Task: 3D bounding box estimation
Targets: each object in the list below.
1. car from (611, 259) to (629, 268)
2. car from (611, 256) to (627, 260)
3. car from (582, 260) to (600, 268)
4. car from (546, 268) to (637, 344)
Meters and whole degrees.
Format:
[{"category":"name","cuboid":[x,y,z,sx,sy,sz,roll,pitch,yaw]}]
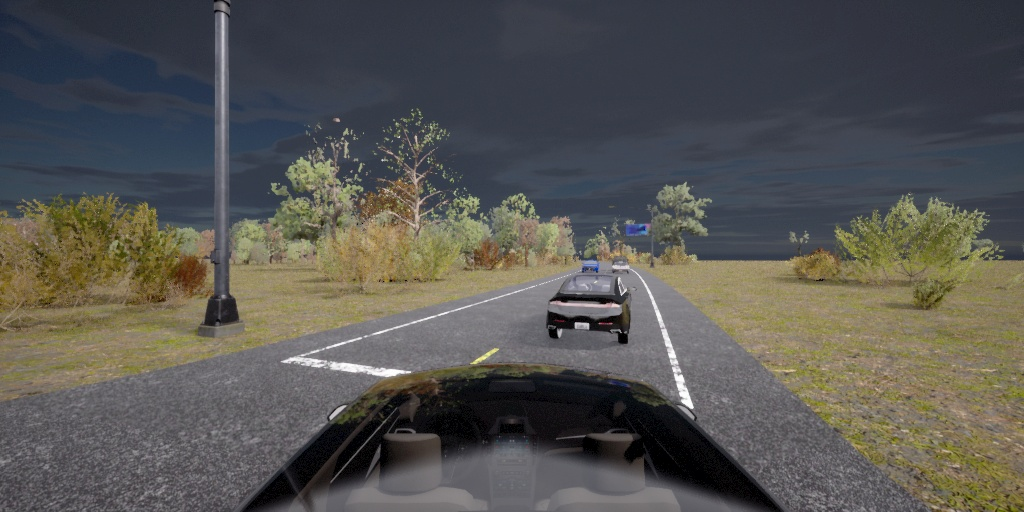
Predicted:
[{"category":"car","cuboid":[12.903,1.365,42.472,1.895,1.301,4.718,0,0,18]},{"category":"car","cuboid":[15.084,1.002,50.100,2.150,2.045,5.566,0,0,16]},{"category":"car","cuboid":[9.776,1.244,44.305,1.882,1.535,5.008,0,0,16]},{"category":"car","cuboid":[2.263,1.242,9.741,2.128,1.511,4.902,0,0,20]}]
